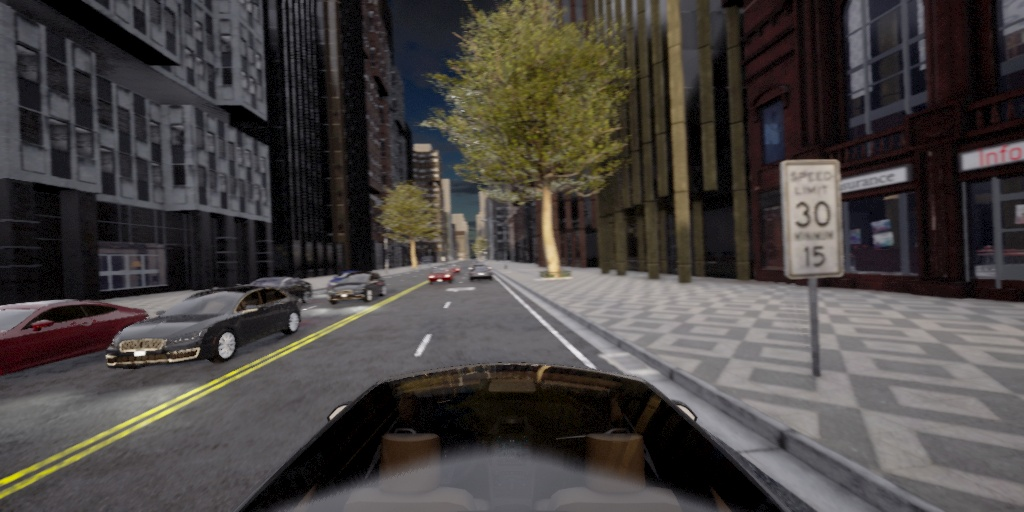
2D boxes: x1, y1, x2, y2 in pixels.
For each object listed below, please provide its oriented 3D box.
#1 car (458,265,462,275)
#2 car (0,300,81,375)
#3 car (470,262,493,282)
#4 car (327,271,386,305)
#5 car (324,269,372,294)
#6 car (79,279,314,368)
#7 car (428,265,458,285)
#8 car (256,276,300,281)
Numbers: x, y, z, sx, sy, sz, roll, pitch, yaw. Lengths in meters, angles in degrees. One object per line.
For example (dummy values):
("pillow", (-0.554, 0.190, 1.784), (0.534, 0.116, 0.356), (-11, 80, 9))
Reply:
("car", (-7.573, 1.773, 46.740), (1.895, 1.301, 4.718), (-2, 0, -5))
("car", (-10.284, 1.727, 7.606), (1.812, 1.442, 4.674), (-2, 0, -6))
("car", (-2.787, 1.497, 32.139), (1.994, 1.385, 4.181), (-2, 0, -6))
("car", (-8.214, 1.642, 19.424), (1.837, 1.490, 4.892), (-2, 0, -6))
("car", (-12.227, 1.851, 27.116), (1.812, 1.442, 4.674), (-2, 0, -5))
("car", (-7.172, 1.576, 9.071), (1.837, 1.490, 4.892), (-2, 0, -6))
("car", (-5.947, 1.666, 30.703), (1.895, 1.301, 4.718), (-2, 0, -5))
("car", (-11.225, 1.752, 16.907), (2.128, 1.511, 4.902), (-2, 0, -6))
